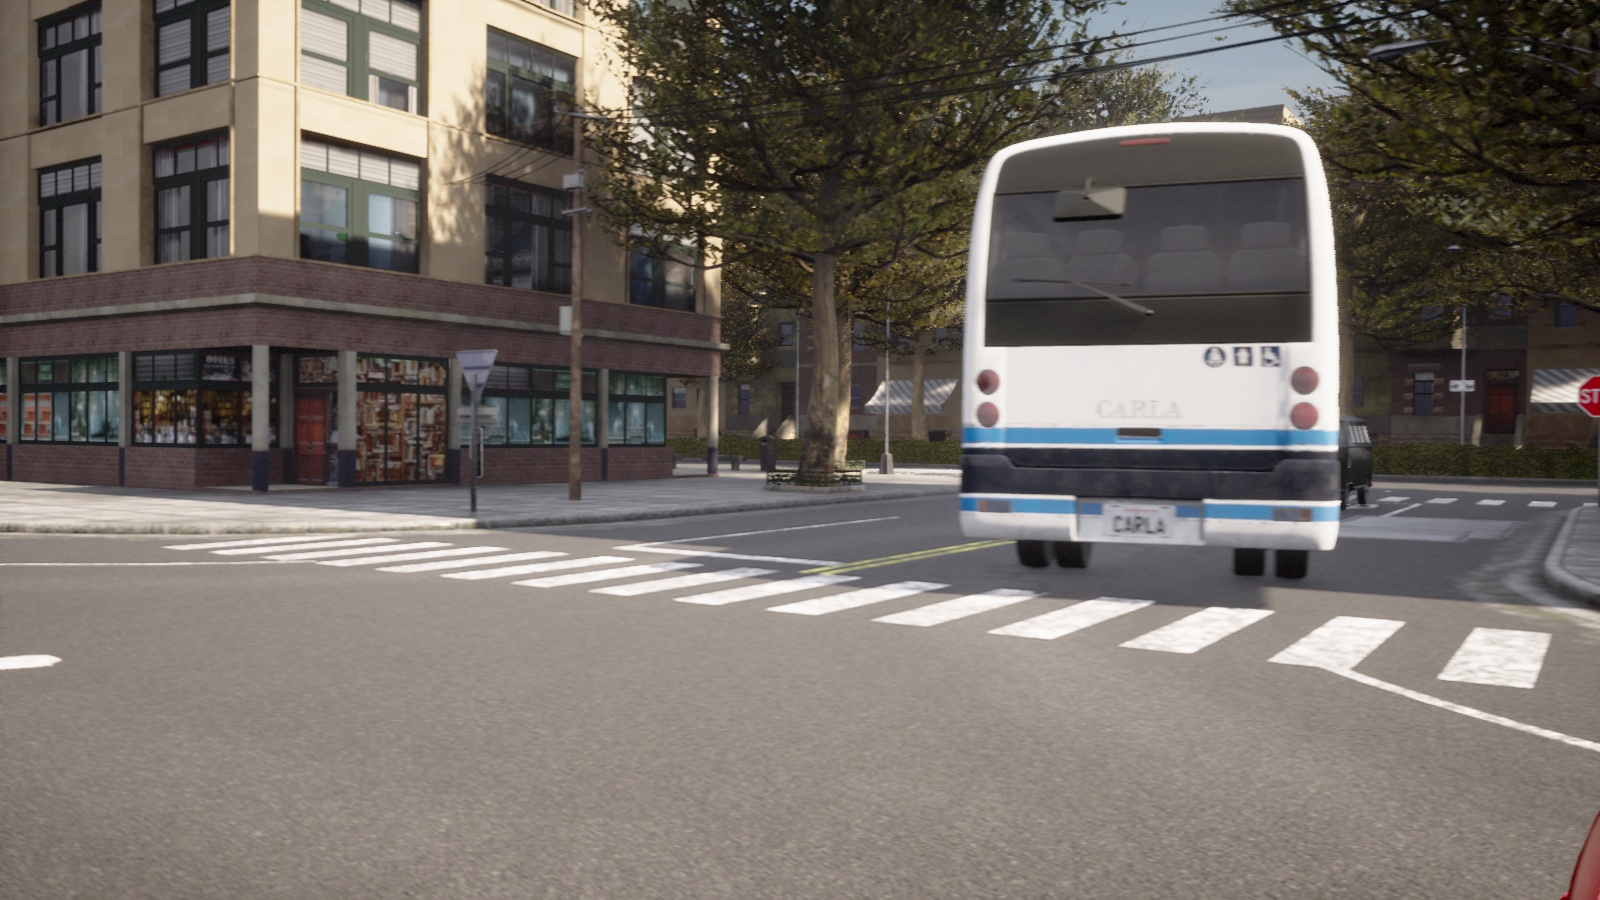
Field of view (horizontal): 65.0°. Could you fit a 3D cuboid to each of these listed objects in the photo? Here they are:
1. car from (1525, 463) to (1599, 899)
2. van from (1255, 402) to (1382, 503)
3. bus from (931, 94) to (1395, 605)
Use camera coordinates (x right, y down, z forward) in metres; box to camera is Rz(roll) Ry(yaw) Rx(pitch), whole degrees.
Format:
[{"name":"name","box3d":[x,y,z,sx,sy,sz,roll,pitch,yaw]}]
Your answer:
[{"name":"car","box3d":[2.471,0.737,1.983,2.207,1.376,1.481,0,1,34]},{"name":"van","box3d":[11.312,0.011,27.230,1.775,1.987,4.442,0,1,33]},{"name":"bus","box3d":[4.840,-0.907,15.972,3.944,4.253,10.273,0,1,20]}]
